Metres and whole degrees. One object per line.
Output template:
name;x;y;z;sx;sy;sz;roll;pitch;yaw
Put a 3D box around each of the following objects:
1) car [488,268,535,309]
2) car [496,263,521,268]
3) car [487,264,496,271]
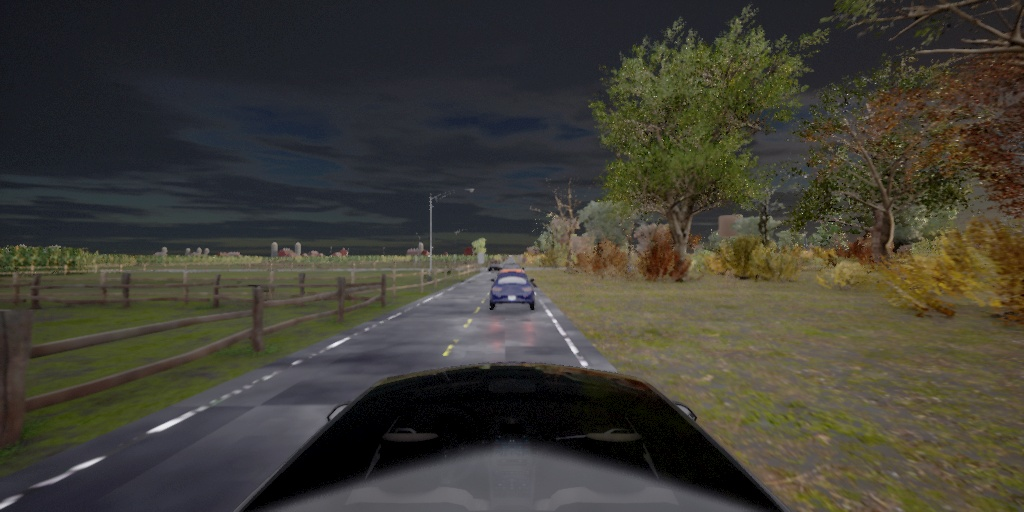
car;0.021;1.421;15.743;1.812;1.442;4.674;0;0;0
car;0.016;1.392;30.267;2.097;1.767;4.553;0;-1;0
car;-2.768;1.864;55.645;1.895;1.301;4.718;0;0;0
